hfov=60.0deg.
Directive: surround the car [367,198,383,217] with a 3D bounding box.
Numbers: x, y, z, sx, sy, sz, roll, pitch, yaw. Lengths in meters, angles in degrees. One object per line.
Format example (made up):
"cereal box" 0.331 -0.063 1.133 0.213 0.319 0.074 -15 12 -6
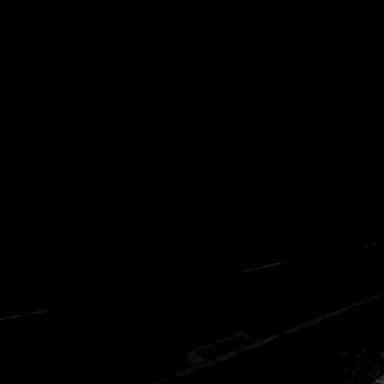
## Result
"car" 21.830 1.698 35.520 2.435 2.045 5.566 2 -2 -44
